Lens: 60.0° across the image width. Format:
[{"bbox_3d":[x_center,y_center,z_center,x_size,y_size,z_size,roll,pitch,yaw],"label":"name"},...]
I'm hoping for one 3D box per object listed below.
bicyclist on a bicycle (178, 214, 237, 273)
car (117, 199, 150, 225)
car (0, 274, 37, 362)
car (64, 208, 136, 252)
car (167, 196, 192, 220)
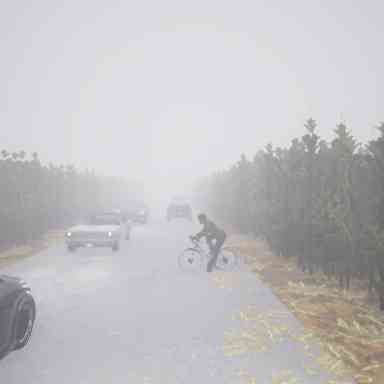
[{"bbox_3d":[0.441,1.436,9.251,1.656,1.620,0.582,0,0,-2],"label":"bicyclist on a bicycle"},{"bbox_3d":[-4.187,1.307,23.905,2.097,1.767,4.553,0,0,-2],"label":"car"},{"bbox_3d":[-3.297,1.562,3.373,1.994,1.385,4.181,0,0,-3],"label":"car"},{"bbox_3d":[-3.767,1.590,14.087,1.895,1.301,4.718,0,0,-2],"label":"car"},{"bbox_3d":[-1.054,1.401,27.507,1.882,1.535,5.008,0,1,-3],"label":"car"}]
